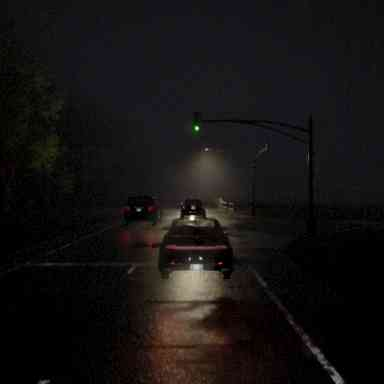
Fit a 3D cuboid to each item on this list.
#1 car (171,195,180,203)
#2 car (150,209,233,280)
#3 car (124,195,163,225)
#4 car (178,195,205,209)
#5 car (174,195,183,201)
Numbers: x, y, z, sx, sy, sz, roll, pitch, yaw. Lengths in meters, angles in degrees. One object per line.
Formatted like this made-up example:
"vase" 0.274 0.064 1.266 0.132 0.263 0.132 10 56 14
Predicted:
"car" -3.497 1.541 70.324 2.128 1.511 4.902 0 0 0
"car" 0.100 1.497 9.981 2.128 1.511 4.902 0 0 0
"car" -3.401 1.234 23.961 2.150 2.045 5.566 0 0 0
"car" 0.097 1.364 30.077 2.097 1.767 4.553 0 0 0
"car" -3.509 1.545 87.774 2.128 1.511 4.902 0 0 0
